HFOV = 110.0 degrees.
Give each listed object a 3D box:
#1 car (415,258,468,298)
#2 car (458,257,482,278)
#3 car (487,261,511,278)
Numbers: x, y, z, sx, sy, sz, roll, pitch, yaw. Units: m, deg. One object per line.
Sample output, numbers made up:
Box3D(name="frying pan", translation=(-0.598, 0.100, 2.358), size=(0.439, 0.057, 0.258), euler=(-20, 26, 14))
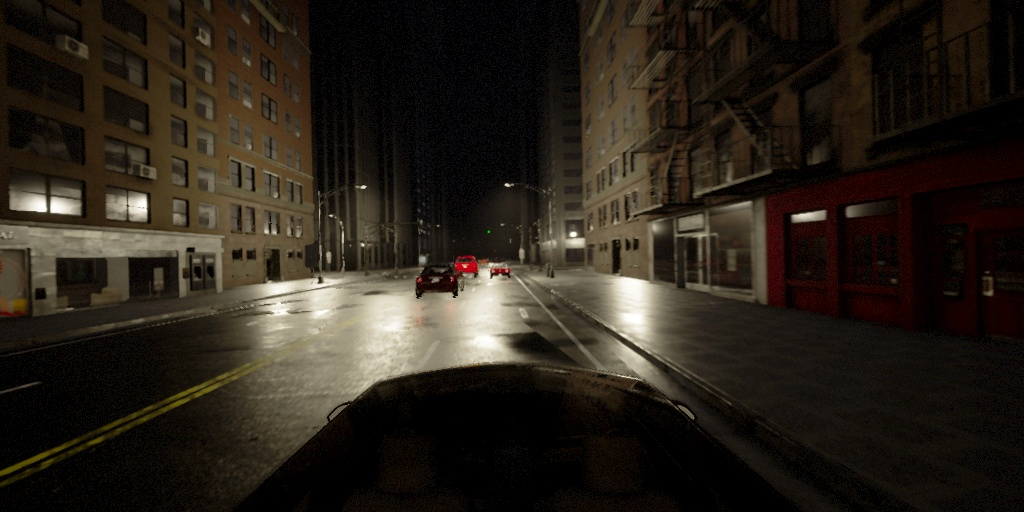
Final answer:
Box3D(name="car", translation=(-3.785, 1.197, 19.496), size=(2.097, 1.767, 4.553), euler=(-1, 0, -2))
Box3D(name="car", translation=(-4.472, 1.085, 35.993), size=(2.150, 2.045, 5.566), euler=(-1, 0, -2))
Box3D(name="car", translation=(-1.138, 1.387, 34.212), size=(1.895, 1.301, 4.718), euler=(-1, 0, -2))
